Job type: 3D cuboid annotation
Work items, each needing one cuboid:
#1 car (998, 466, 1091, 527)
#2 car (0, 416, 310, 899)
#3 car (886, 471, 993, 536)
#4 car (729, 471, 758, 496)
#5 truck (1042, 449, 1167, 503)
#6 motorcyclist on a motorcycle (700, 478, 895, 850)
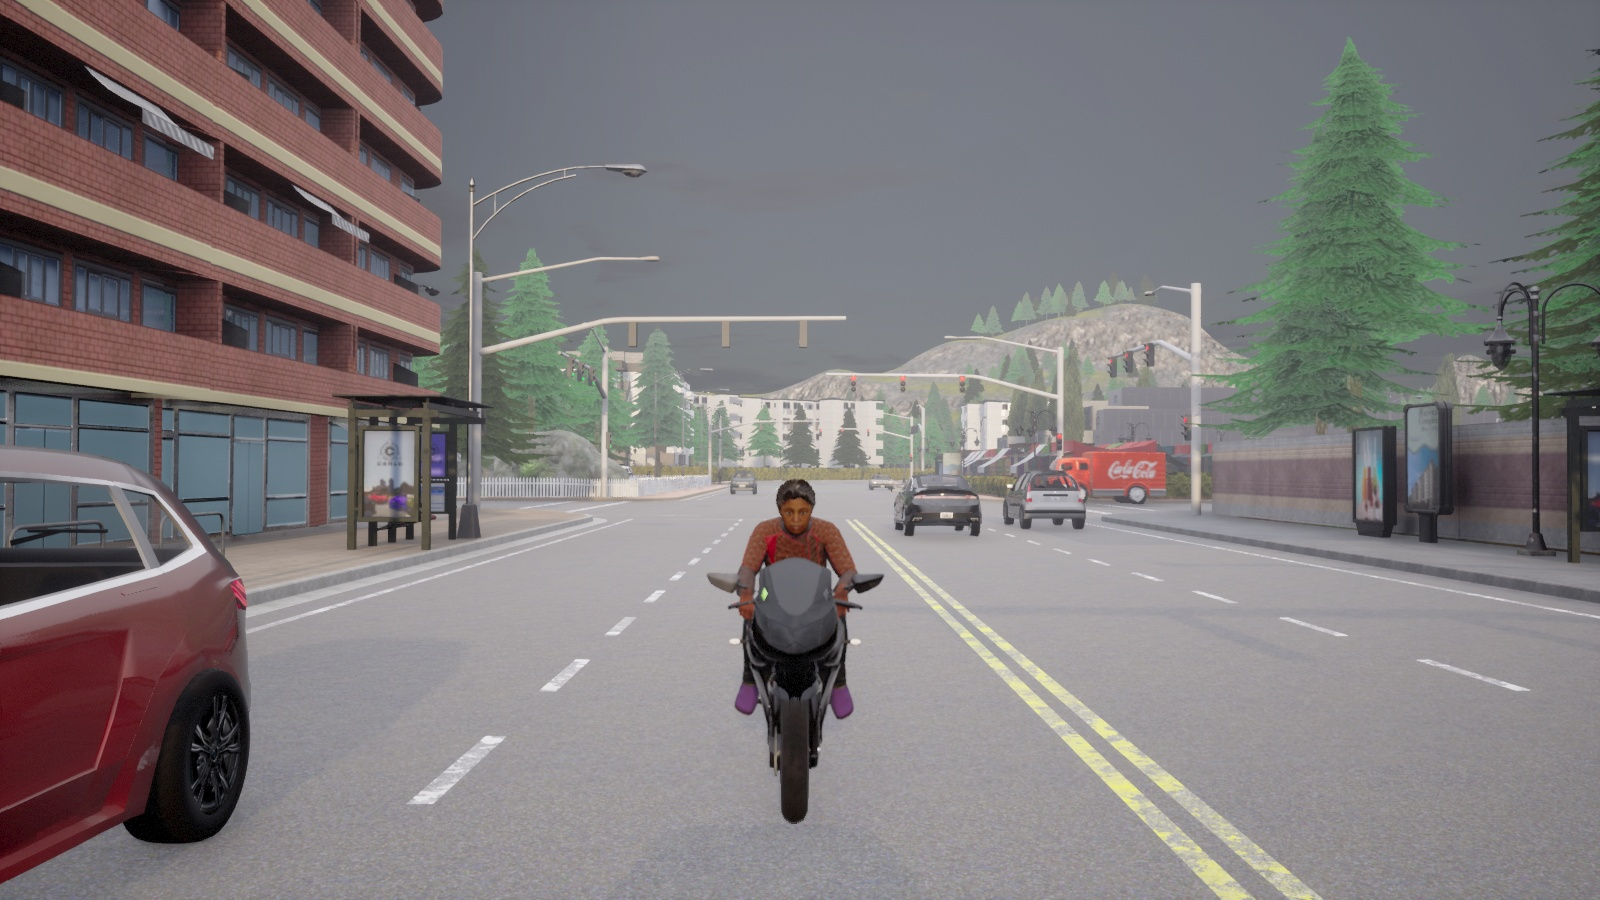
[{"bbox_3d":[6.913,1.286,35.846,1.851,1.617,3.988,0,-1,0],"label":"car"},{"bbox_3d":[-3.511,0.737,3.845,2.242,1.667,4.611,0,-1,0],"label":"car"},{"bbox_3d":[3.423,1.288,31.691,2.128,1.511,4.902,0,-1,0],"label":"car"},{"bbox_3d":[-3.701,2.198,82.990,1.789,1.549,3.705,0,-1,0],"label":"car"},{"bbox_3d":[14.183,1.201,58.813,5.204,2.467,2.627,0,-1,-1],"label":"truck"},{"bbox_3d":[-0.015,0.901,6.192,0.797,1.523,2.044,0,-1,0],"label":"motorcyclist on a motorcycle"}]
